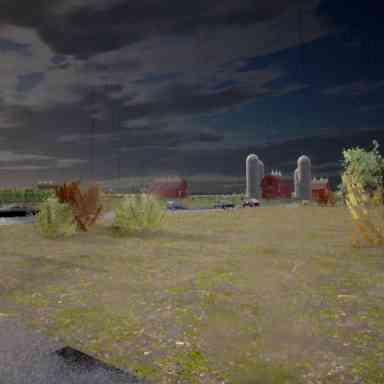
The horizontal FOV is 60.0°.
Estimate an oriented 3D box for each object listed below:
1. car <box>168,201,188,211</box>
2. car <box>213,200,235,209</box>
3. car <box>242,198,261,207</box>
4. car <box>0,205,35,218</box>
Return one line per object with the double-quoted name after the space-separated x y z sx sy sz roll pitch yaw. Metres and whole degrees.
-2.783 2.033 49.787 2.033 1.411 5.357 -1 -1 36 "car"
5.409 2.014 54.916 2.128 1.511 4.902 -1 -1 36 "car"
11.417 1.989 63.318 2.097 1.767 4.553 -1 -1 36 "car"
-16.780 1.829 30.598 1.895 1.301 4.718 -1 -1 38 "car"
